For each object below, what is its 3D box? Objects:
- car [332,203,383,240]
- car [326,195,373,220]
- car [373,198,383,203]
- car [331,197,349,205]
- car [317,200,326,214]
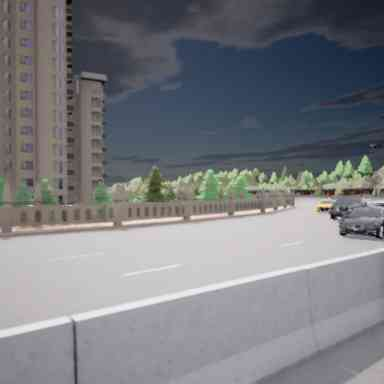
[{"bbox_3d":[9.305,1.523,17.452,1.837,1.490,4.892,0,0,42],"label":"car"},{"bbox_3d":[13.141,1.274,27.550,2.150,2.045,5.566,0,0,36],"label":"car"},{"bbox_3d":[30.069,1.705,53.892,1.812,1.442,4.674,0,-1,17],"label":"car"},{"bbox_3d":[29.272,1.808,65.816,2.033,1.411,5.357,0,-1,10],"label":"car"},{"bbox_3d":[15.245,1.583,37.206,1.882,1.535,5.008,0,0,30],"label":"car"}]
